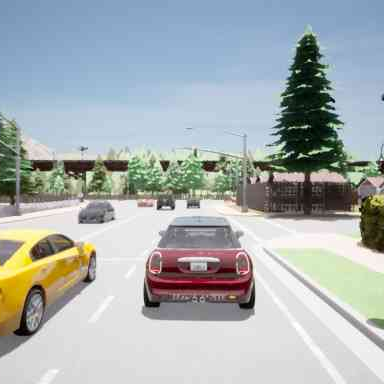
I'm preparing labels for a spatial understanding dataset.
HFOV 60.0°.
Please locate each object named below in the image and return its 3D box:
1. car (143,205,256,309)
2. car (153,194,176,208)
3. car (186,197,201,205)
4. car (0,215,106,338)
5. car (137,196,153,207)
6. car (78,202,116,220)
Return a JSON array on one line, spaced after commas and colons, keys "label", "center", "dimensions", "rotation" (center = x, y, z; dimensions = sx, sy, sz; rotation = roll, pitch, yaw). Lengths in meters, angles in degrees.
[{"label": "car", "center": [0.210, 1.352, 8.066], "dimensions": [2.097, 1.767, 4.553], "rotation": [0, 0, 2]}, {"label": "car", "center": [-3.315, 1.222, 43.031], "dimensions": [2.150, 2.045, 5.566], "rotation": [0, 0, 0]}, {"label": "car", "center": [0.208, 1.504, 47.103], "dimensions": [1.837, 1.490, 4.892], "rotation": [0, 0, 1]}, {"label": "car", "center": [-3.406, 1.478, 6.693], "dimensions": [1.882, 1.535, 5.008], "rotation": [0, 0, 0]}, {"label": "car", "center": [-6.912, 1.350, 49.523], "dimensions": [2.097, 1.767, 4.553], "rotation": [0, 0, 0]}, {"label": "car", "center": [-7.051, 1.504, 24.962], "dimensions": [1.837, 1.490, 4.892], "rotation": [0, 0, 0]}]
